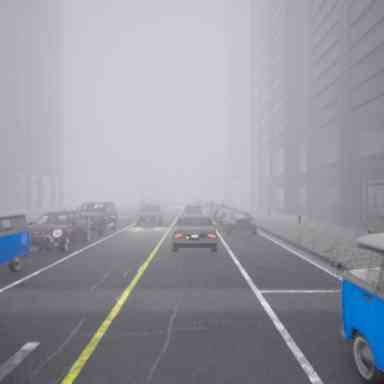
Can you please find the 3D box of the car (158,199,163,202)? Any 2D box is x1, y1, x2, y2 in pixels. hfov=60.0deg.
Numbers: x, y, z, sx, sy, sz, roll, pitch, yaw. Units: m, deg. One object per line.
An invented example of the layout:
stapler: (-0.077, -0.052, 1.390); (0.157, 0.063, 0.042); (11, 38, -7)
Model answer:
car: (-5.730, 1.988, 47.990); (1.887, 1.381, 4.507); (0, -1, 0)

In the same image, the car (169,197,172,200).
car: (-5.713, 2.087, 70.553); (1.967, 1.590, 4.097); (0, -1, 0)

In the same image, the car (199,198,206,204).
car: (2.825, 2.320, 87.640); (1.752, 1.417, 4.829); (0, 0, 0)

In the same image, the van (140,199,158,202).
van: (-5.735, 1.732, 42.352); (1.690, 1.788, 3.998); (0, -1, 0)

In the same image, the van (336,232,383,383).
van: (2.761, 1.369, 2.865); (1.690, 1.788, 3.998); (0, -1, 0)

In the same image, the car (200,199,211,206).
car: (2.813, 2.198, 70.548); (2.008, 1.369, 4.403); (0, 0, 0)

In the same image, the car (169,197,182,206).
car: (-2.954, 2.208, 66.818); (1.895, 1.301, 4.718); (0, -1, 0)

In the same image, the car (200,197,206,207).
car: (2.804, 2.091, 59.268); (1.887, 1.381, 4.507); (0, -1, 0)

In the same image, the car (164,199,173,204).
car: (-5.704, 2.310, 81.835); (1.947, 1.339, 4.313); (0, 0, 0)

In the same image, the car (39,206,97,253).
car: (-5.756, 1.572, 14.147); (1.967, 1.590, 4.097); (0, -1, 0)

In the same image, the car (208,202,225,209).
car: (2.783, 1.854, 31.065); (1.947, 1.339, 4.313); (0, -1, 0)

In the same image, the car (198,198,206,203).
car: (2.830, 2.391, 93.110); (2.008, 1.369, 4.403); (0, 0, 0)

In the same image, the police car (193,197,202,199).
police car: (0.933, 1.990, 61.115); (1.930, 1.638, 5.238); (0, 0, 0)

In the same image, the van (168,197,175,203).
van: (-5.696, 2.181, 93.118); (1.690, 1.788, 3.998); (0, 0, 0)

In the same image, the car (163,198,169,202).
car: (-5.721, 2.112, 59.271); (1.947, 1.339, 4.313); (0, -1, 0)

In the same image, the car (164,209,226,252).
car: (0.110, 1.684, 14.645); (2.033, 1.411, 5.357); (0, -1, 0)

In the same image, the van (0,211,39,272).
van: (-5.760, 1.421, 8.507); (1.690, 1.788, 3.998); (0, -1, 0)

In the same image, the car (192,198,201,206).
car: (0.889, 2.157, 71.004); (1.837, 1.490, 4.892); (0, -1, 0)

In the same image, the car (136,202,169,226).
car: (-3.080, 1.743, 25.644); (1.837, 1.490, 4.892); (0, -1, 0)

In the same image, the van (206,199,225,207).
van: (2.786, 1.681, 36.708); (1.690, 1.788, 3.998); (0, -1, 0)

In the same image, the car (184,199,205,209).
car: (0.127, 1.816, 36.500); (1.882, 1.535, 5.008); (0, -1, 0)

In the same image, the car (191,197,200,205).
car: (0.806, 2.055, 76.976); (2.097, 1.767, 4.553); (0, 0, 0)

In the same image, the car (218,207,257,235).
car: (2.774, 1.767, 19.784); (1.802, 1.307, 4.206); (0, -1, 0)

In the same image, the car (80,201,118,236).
car: (-5.752, 1.499, 19.789); (2.192, 1.841, 5.009); (0, -1, 0)

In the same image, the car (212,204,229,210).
car: (2.779, 1.819, 25.425); (1.802, 1.307, 4.206); (0, -1, 0)
